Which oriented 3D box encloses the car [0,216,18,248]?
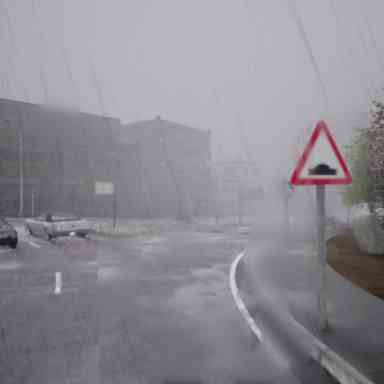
[{"bbox_3d":[-9.077,1.676,14.569,1.994,1.385,4.181,-1,0,-39],"label":"car"}]

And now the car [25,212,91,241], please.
[{"bbox_3d":[-7.146,1.693,17.384,1.895,1.301,4.718,-1,0,-42],"label":"car"}]

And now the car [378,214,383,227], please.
[{"bbox_3d":[27.930,3.885,45.010,4.553,1.767,2.185,-1,-4,35],"label":"car"}]

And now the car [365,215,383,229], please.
[{"bbox_3d":[21.638,3.294,35.989,4.892,1.521,2.231,-1,-4,35],"label":"car"}]

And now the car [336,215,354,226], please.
[{"bbox_3d":[21.399,3.884,45.291,1.812,1.442,4.674,-1,-4,35],"label":"car"}]

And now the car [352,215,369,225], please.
[{"bbox_3d":[27.160,4.503,53.491,1.812,1.442,4.674,-1,-4,35],"label":"car"}]

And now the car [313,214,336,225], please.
[{"bbox_3d":[18.501,3.854,46.821,2.128,1.511,4.902,-1,-4,35],"label":"car"}]

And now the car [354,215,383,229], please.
[{"bbox_3d":[18.468,2.919,31.500,4.892,1.521,2.231,-1,-4,35],"label":"car"}]

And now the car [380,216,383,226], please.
[{"bbox_3d":[29.533,4.218,47.240,4.674,1.452,2.002,-1,-4,35],"label":"car"}]

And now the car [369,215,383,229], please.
[{"bbox_3d":[23.234,3.507,38.219,4.792,1.488,2.163,-1,-4,35],"label":"car"}]

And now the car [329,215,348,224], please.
[{"bbox_3d":[24.263,4.548,55.019,1.994,1.385,4.181,-1,-4,35],"label":"car"}]
